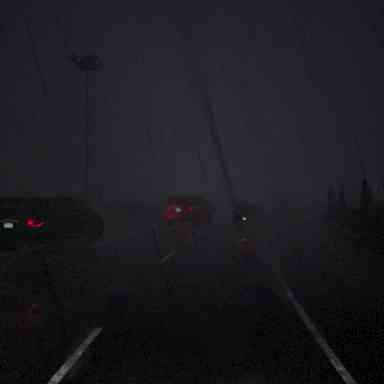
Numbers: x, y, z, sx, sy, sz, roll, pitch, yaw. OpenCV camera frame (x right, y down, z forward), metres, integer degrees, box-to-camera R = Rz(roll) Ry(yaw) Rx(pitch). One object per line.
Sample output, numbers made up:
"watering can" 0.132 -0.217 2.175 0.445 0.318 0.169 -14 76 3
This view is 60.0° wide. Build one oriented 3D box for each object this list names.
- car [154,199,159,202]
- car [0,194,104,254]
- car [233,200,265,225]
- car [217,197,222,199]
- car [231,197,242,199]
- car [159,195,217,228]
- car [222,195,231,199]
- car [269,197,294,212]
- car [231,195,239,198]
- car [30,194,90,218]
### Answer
"car" -4.409 1.464 56.089 1.882 1.535 5.008 0 0 32
"car" -5.621 1.204 13.647 2.150 2.045 5.566 0 0 9
"car" 4.191 1.519 24.497 1.837 1.490 4.892 0 0 17
"car" 1.291 1.481 36.720 1.882 1.535 5.008 0 0 24
"car" 6.578 1.584 39.646 1.994 1.385 4.181 0 0 27
"car" -0.089 1.218 22.663 2.150 2.045 5.566 0 0 16
"car" 4.335 1.577 56.641 1.994 1.385 4.181 0 0 35
"car" 10.925 1.384 40.344 2.097 1.767 4.553 0 0 28
"car" 8.526 1.267 67.688 1.812 1.442 4.674 0 0 41
"car" -12.238 1.183 31.364 2.150 2.045 5.566 0 0 19
